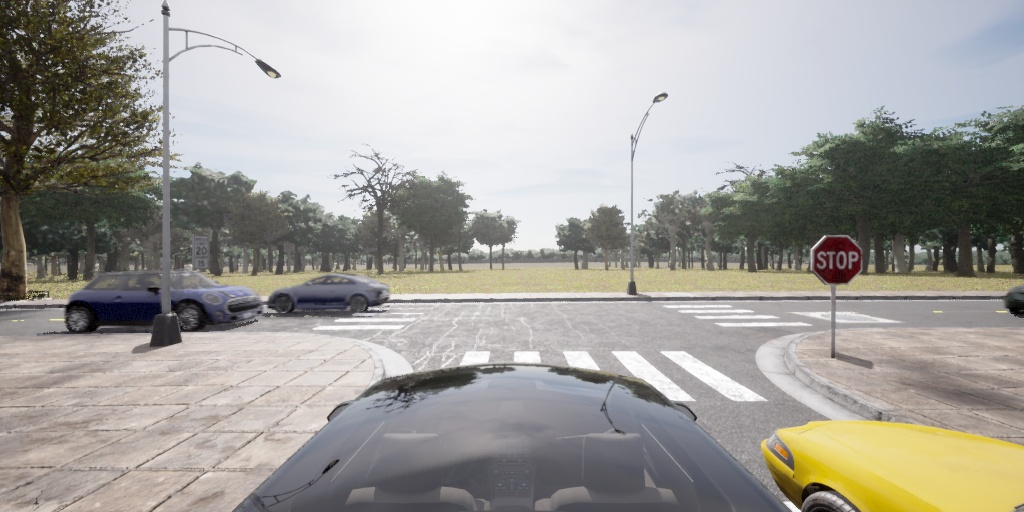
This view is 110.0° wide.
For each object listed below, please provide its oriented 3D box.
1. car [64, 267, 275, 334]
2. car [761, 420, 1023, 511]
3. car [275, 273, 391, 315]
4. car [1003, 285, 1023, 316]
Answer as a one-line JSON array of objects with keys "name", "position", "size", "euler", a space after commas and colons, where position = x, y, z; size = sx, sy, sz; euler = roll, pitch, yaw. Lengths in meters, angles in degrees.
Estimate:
[{"name": "car", "position": [-10.122, 1.207, 10.700], "size": [4.553, 1.767, 2.097], "euler": [-1, 0, 1]}, {"name": "car", "position": [2.628, 1.275, 0.575], "size": [1.751, 1.417, 4.829], "euler": [0, 0, 0]}, {"name": "car", "position": [-6.809, 1.368, 13.611], "size": [4.181, 1.385, 1.994], "euler": [-1, 0, 1]}, {"name": "car", "position": [17.312, 1.164, 10.363], "size": [4.181, 1.385, 1.994], "euler": [0, 0, 1]}]
